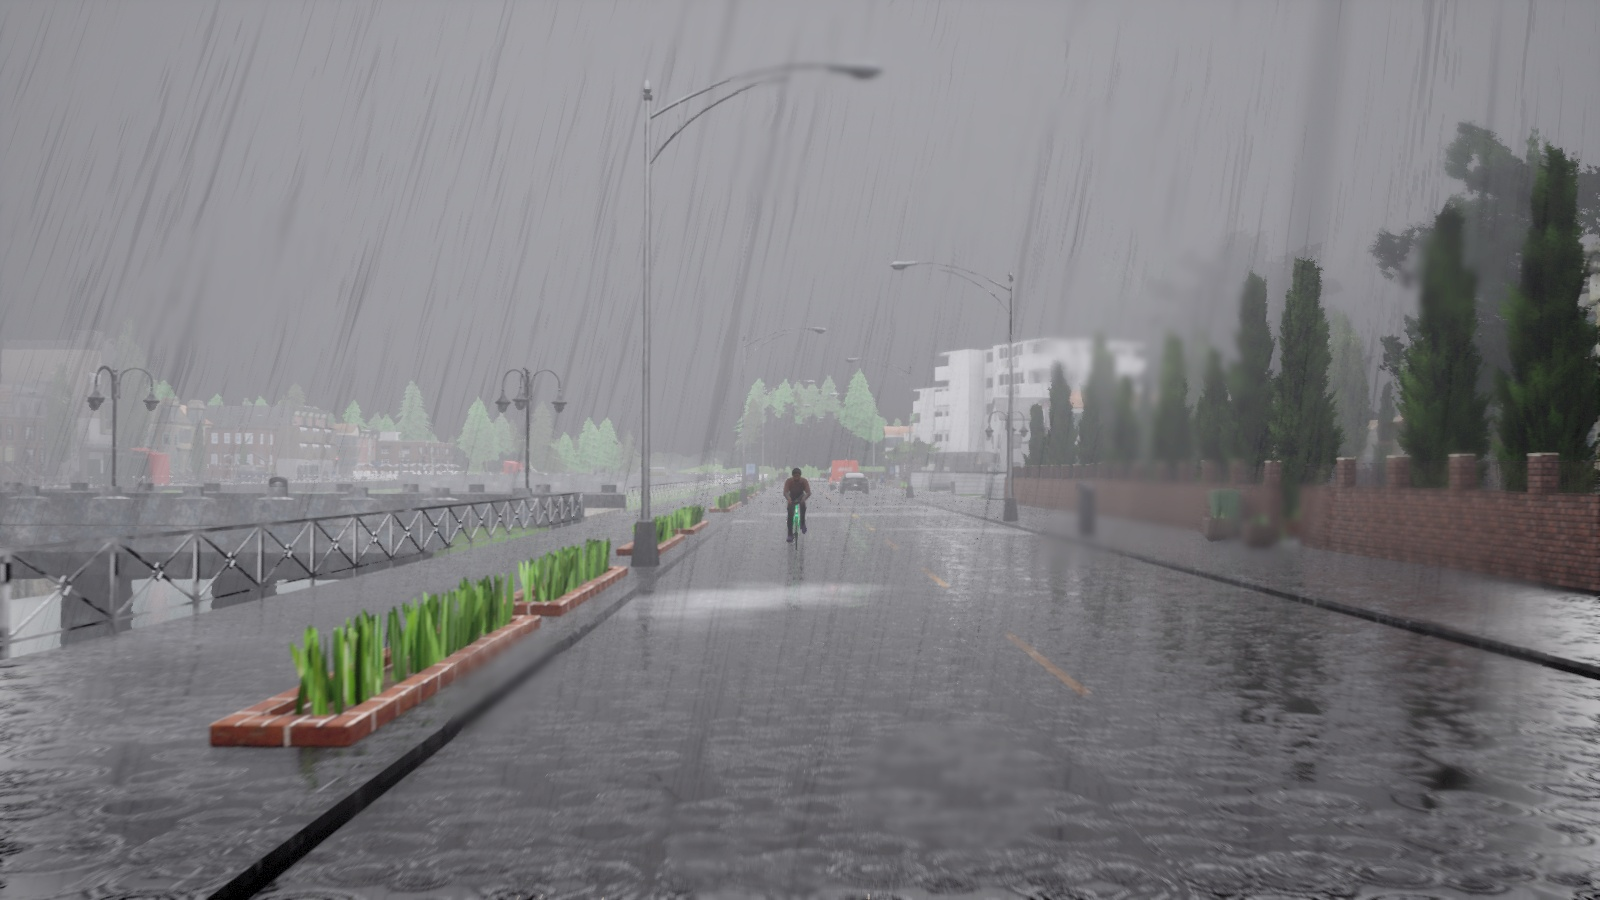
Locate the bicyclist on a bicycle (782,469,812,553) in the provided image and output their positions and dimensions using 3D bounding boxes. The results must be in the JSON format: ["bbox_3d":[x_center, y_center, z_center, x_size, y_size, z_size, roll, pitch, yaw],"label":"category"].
[{"bbox_3d":[-0.059,1.187,25.052,0.582,1.620,1.656,0,-1,0],"label":"bicyclist on a bicycle"}]

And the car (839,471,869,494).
[{"bbox_3d":[3.792,2.263,88.746,1.882,1.535,5.008,0,-1,0],"label":"car"}]
